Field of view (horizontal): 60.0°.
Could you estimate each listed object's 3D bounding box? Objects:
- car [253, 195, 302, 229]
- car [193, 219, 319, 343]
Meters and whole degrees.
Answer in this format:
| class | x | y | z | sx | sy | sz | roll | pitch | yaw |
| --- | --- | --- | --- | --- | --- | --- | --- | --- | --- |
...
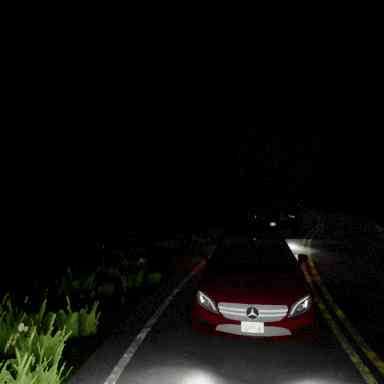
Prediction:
| class | x | y | z | sx | sy | sz | roll | pitch | yaw |
| --- | --- | --- | --- | --- | --- | --- | --- | --- | --- |
| car | 4.982 | 1.215 | 18.879 | 2.150 | 2.045 | 5.566 | -2 | -1 | 22 |
| car | 1.224 | 1.534 | 6.703 | 1.812 | 1.442 | 4.674 | -1 | 0 | 10 |
